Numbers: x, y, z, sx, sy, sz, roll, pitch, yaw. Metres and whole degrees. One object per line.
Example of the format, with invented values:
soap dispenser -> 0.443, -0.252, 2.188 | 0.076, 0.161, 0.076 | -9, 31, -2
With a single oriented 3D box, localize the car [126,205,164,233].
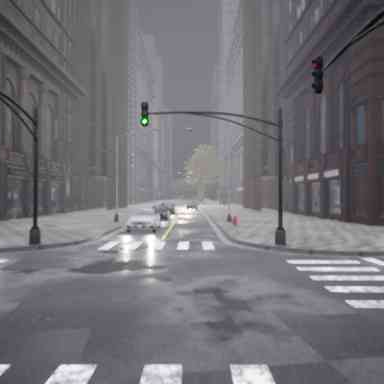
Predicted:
car -> -3.137, 1.813, 22.198 | 1.812, 1.442, 4.674 | 0, -1, 0

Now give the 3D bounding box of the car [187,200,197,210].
car -> -0.002, 2.323, 57.118 | 2.033, 1.411, 5.357 | 0, -1, 0

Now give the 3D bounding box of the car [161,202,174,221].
car -> -3.155, 1.974, 32.607 | 2.033, 1.411, 5.357 | 0, -1, 0

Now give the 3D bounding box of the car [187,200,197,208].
car -> -0.007, 2.450, 67.467 | 1.812, 1.442, 4.674 | 0, -1, 0
